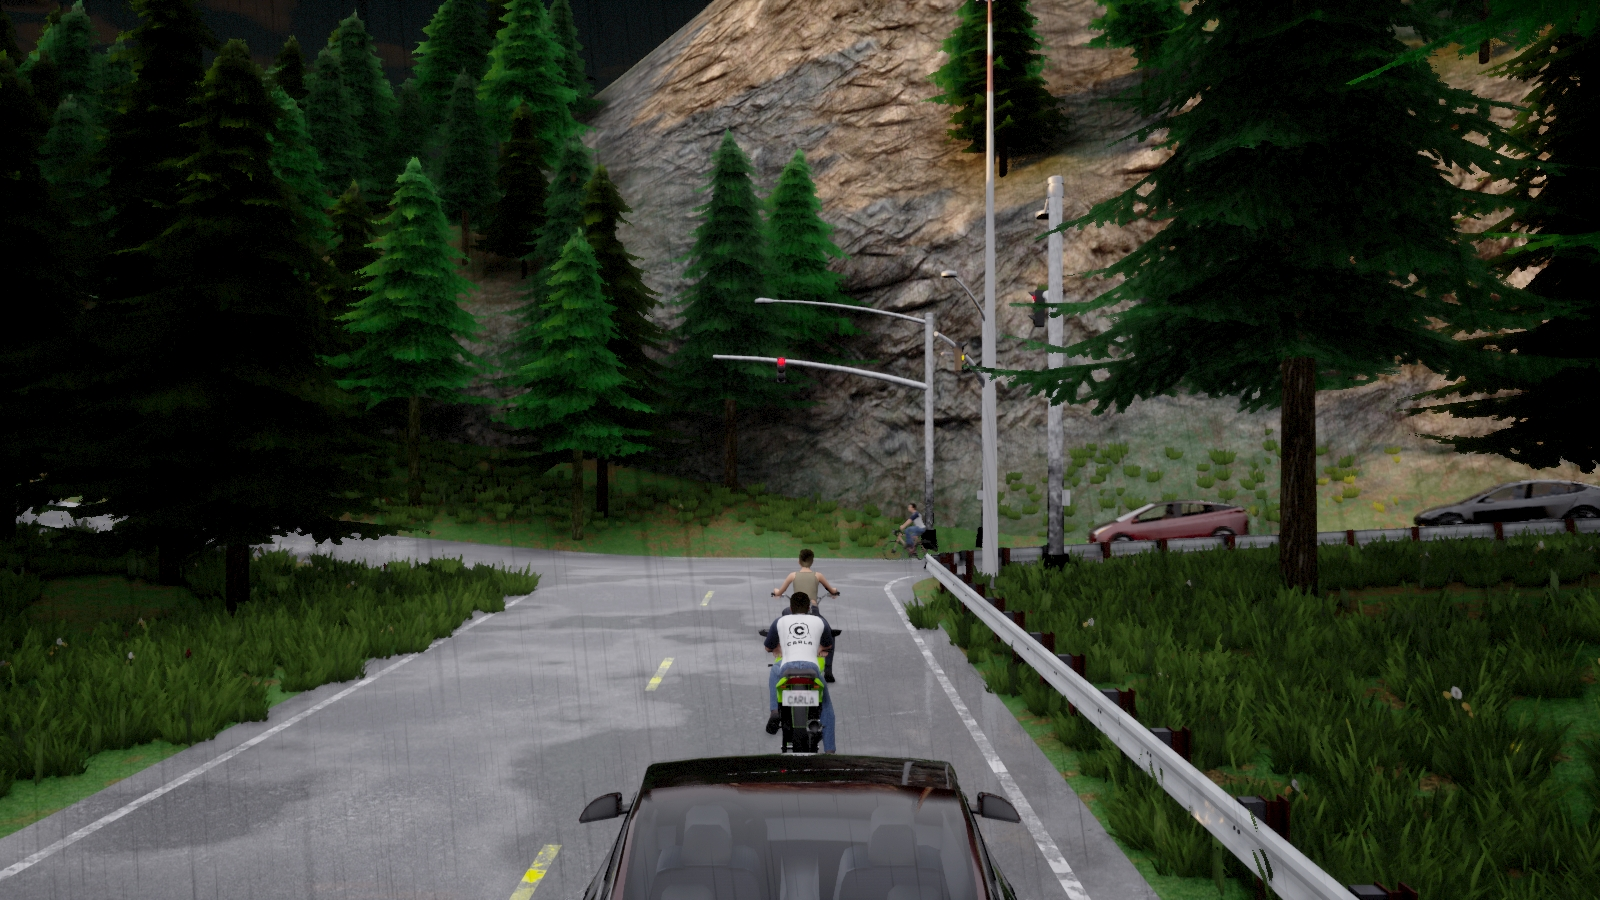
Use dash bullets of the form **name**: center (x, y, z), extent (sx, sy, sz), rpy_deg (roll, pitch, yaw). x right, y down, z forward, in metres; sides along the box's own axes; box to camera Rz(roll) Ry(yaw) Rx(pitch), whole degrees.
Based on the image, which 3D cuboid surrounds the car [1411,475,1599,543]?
- **car**: center (19.329, 1.573, 30.769), extent (4.792, 1.488, 2.163), rpy_deg (-5, -2, 24)

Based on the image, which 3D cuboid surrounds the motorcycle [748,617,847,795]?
- **motorcycle**: center (-0.020, 2.213, 10.238), extent (0.803, 1.145, 2.033), rpy_deg (0, 0, 0)

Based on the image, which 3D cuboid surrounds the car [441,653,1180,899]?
- **car**: center (0.029, 2.063, 5.012), extent (2.163, 1.488, 4.792), rpy_deg (0, 0, 0)

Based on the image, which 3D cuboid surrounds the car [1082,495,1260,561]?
- **car**: center (10.713, 2.248, 33.291), extent (4.514, 1.525, 2.007), rpy_deg (-4, -2, 7)

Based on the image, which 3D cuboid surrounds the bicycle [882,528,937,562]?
- **bicycle**: center (3.383, 2.948, 35.333), extent (1.643, 1.024, 0.373), rpy_deg (0, -2, 1)
